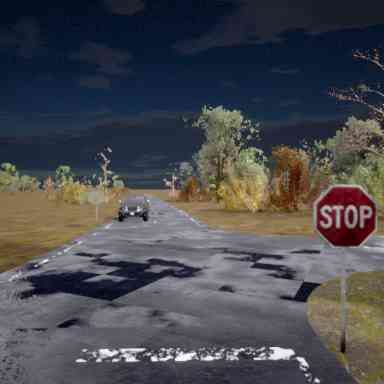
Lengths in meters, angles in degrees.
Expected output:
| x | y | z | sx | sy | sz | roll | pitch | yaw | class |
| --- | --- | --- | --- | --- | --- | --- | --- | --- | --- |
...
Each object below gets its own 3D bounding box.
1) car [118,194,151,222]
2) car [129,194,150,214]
| x | y | z | sx | sy | sz | roll | pitch | yaw | class |
| --- | --- | --- | --- | --- | --- | --- | --- | --- | --- |
| -4.604 | 1.222 | 26.794 | 2.150 | 2.045 | 5.566 | 0 | 0 | -6 | car |
| -5.861 | 1.219 | 37.475 | 2.150 | 2.045 | 5.566 | 0 | 0 | -8 | car |
